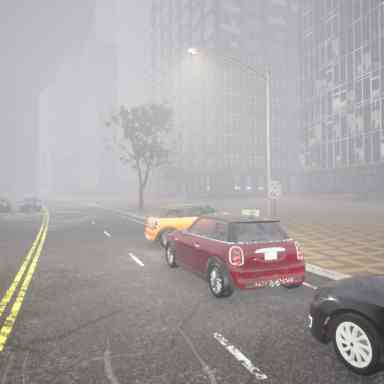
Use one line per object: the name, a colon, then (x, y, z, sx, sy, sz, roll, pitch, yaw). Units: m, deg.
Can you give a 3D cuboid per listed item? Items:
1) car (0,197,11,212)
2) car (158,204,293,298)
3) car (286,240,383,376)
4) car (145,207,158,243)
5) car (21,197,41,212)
car: (-21.976, 1.390, 38.018, 2.097, 1.767, 4.553, 0, 0, -24)
car: (0.836, 1.355, 8.900, 2.097, 1.767, 4.553, 0, 0, -22)
car: (3.595, 1.505, 3.441, 1.837, 1.490, 4.892, 0, 0, -36)
car: (0.287, 1.277, 14.543, 4.553, 1.767, 2.097, -3, 1, -18)
car: (-19.013, 1.393, 39.353, 2.097, 1.767, 4.553, 0, 0, -24)
